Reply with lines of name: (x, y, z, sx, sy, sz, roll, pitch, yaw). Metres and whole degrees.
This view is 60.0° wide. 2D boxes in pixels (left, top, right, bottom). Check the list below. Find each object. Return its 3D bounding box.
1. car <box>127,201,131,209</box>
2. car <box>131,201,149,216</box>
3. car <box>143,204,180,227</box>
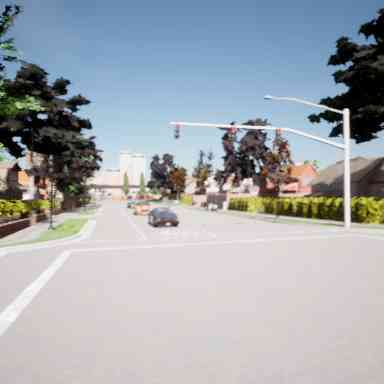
car: (-11.146, 2.399, 62.367, 2.128, 1.511, 4.902, 0, -1, -13)
car: (-6.018, 1.947, 41.229, 2.097, 1.767, 4.553, 0, -1, -14)
car: (-2.329, 1.916, 26.240, 2.033, 1.411, 5.357, 0, -1, -14)
